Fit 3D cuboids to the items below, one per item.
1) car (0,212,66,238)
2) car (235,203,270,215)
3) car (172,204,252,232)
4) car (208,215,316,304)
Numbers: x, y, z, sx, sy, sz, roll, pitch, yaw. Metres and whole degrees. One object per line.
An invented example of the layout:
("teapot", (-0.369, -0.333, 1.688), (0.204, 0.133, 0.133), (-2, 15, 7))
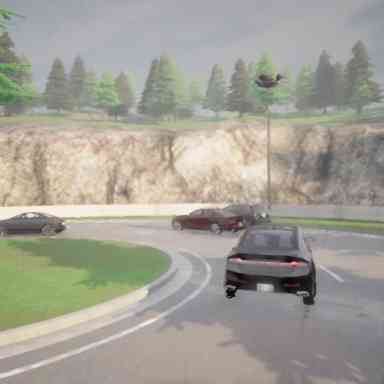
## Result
("car", (-9.654, 1.851, 19.522), (4.181, 1.385, 1.994), (0, -1, -9))
("car", (3.085, 1.594, 22.866), (4.553, 1.767, 2.097), (-1, -1, 43))
("car", (0.899, 1.706, 20.409), (5.008, 1.535, 1.882), (-1, -2, 42))
("car", (2.056, 1.578, 8.483), (2.128, 1.511, 4.902), (0, -1, 17))
